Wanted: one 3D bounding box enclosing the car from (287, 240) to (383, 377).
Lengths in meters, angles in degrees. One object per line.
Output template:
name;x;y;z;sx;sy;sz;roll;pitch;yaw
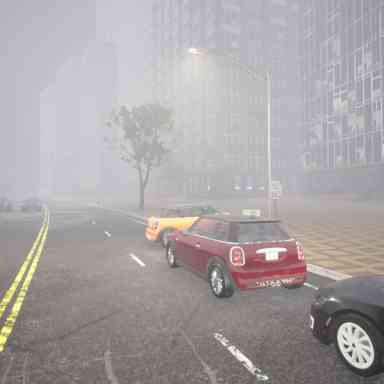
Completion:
car;3.605;1.505;3.415;1.837;1.490;4.892;0;0;-36

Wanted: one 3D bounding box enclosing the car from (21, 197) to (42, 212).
car;-18.934;1.393;39.370;2.097;1.767;4.553;0;0;-24

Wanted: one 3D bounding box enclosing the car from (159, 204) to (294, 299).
car;0.856;1.355;8.879;2.097;1.767;4.553;0;0;-22

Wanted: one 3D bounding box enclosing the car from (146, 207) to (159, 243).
car;0.324;1.276;14.507;4.553;1.767;2.097;-3;1;-18

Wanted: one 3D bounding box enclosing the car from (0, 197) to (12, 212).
car;-21.900;1.390;38.041;2.097;1.767;4.553;0;0;-24
